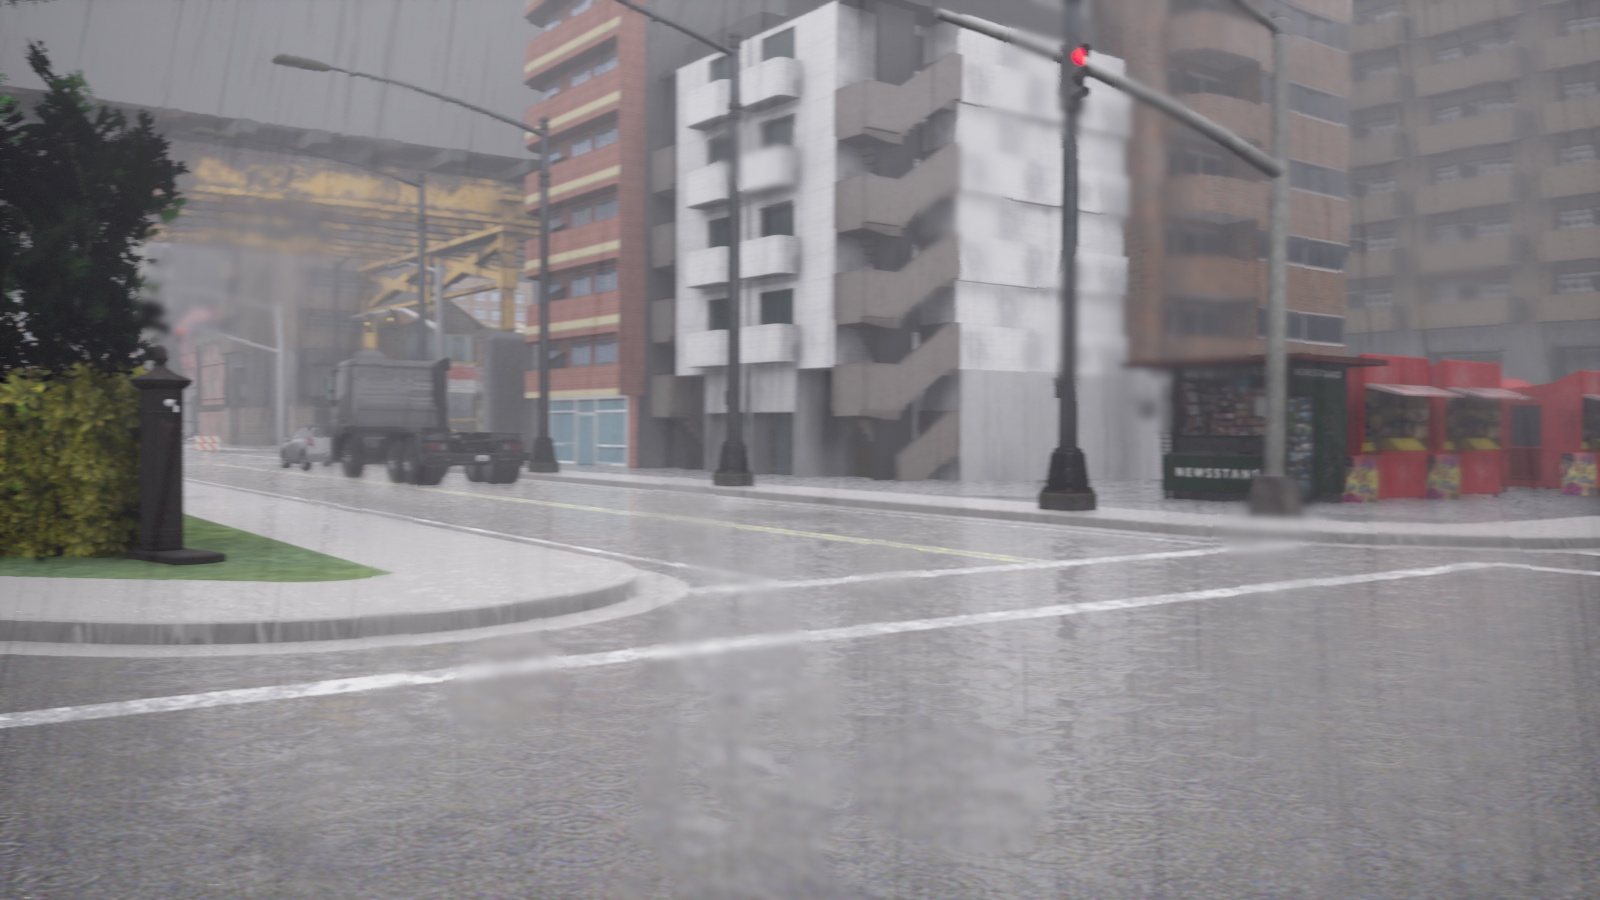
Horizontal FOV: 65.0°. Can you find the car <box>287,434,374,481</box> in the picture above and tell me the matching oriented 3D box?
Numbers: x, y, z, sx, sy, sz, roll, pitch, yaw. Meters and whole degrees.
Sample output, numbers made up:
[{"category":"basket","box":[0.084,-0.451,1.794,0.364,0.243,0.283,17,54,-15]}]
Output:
[{"category":"car","box":[-15.967,0.219,42.607,1.845,1.501,3.633,-1,1,-36]}]

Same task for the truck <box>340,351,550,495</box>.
[{"category":"truck","box":[-9.878,-0.710,34.234,2.891,3.462,7.936,-1,1,-36]}]
